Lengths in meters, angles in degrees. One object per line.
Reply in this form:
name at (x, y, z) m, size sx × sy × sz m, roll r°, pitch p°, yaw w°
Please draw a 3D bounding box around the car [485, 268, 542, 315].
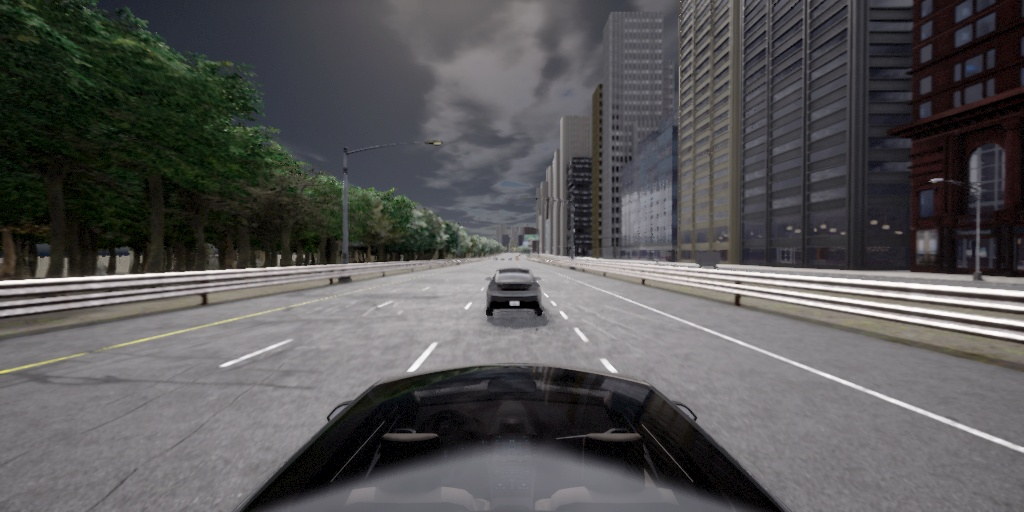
car at (0.057, 1.201, 13.506) m, size 1.837 × 1.490 × 4.892 m, roll 0°, pitch 0°, yaw 0°
